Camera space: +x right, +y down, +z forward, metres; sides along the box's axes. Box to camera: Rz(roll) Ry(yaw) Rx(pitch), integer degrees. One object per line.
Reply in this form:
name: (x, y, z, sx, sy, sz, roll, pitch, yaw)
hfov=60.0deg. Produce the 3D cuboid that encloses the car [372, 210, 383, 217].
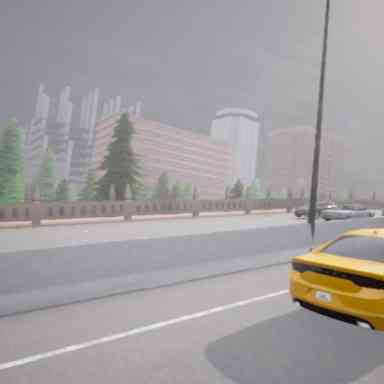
car: (15.159, 1.497, 23.389, 4.902, 1.511, 2.128, 0, 0, -35)

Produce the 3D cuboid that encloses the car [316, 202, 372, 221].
car: (11.906, 1.606, 25.370, 4.718, 1.301, 1.895, 0, 0, -35)

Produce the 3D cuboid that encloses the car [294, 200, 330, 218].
car: (10.958, 1.511, 28.991, 4.892, 1.490, 1.837, 0, 0, -35)

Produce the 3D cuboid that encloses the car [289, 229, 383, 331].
car: (4.077, 1.479, 6.651, 5.008, 1.535, 1.882, 0, 0, -35)
